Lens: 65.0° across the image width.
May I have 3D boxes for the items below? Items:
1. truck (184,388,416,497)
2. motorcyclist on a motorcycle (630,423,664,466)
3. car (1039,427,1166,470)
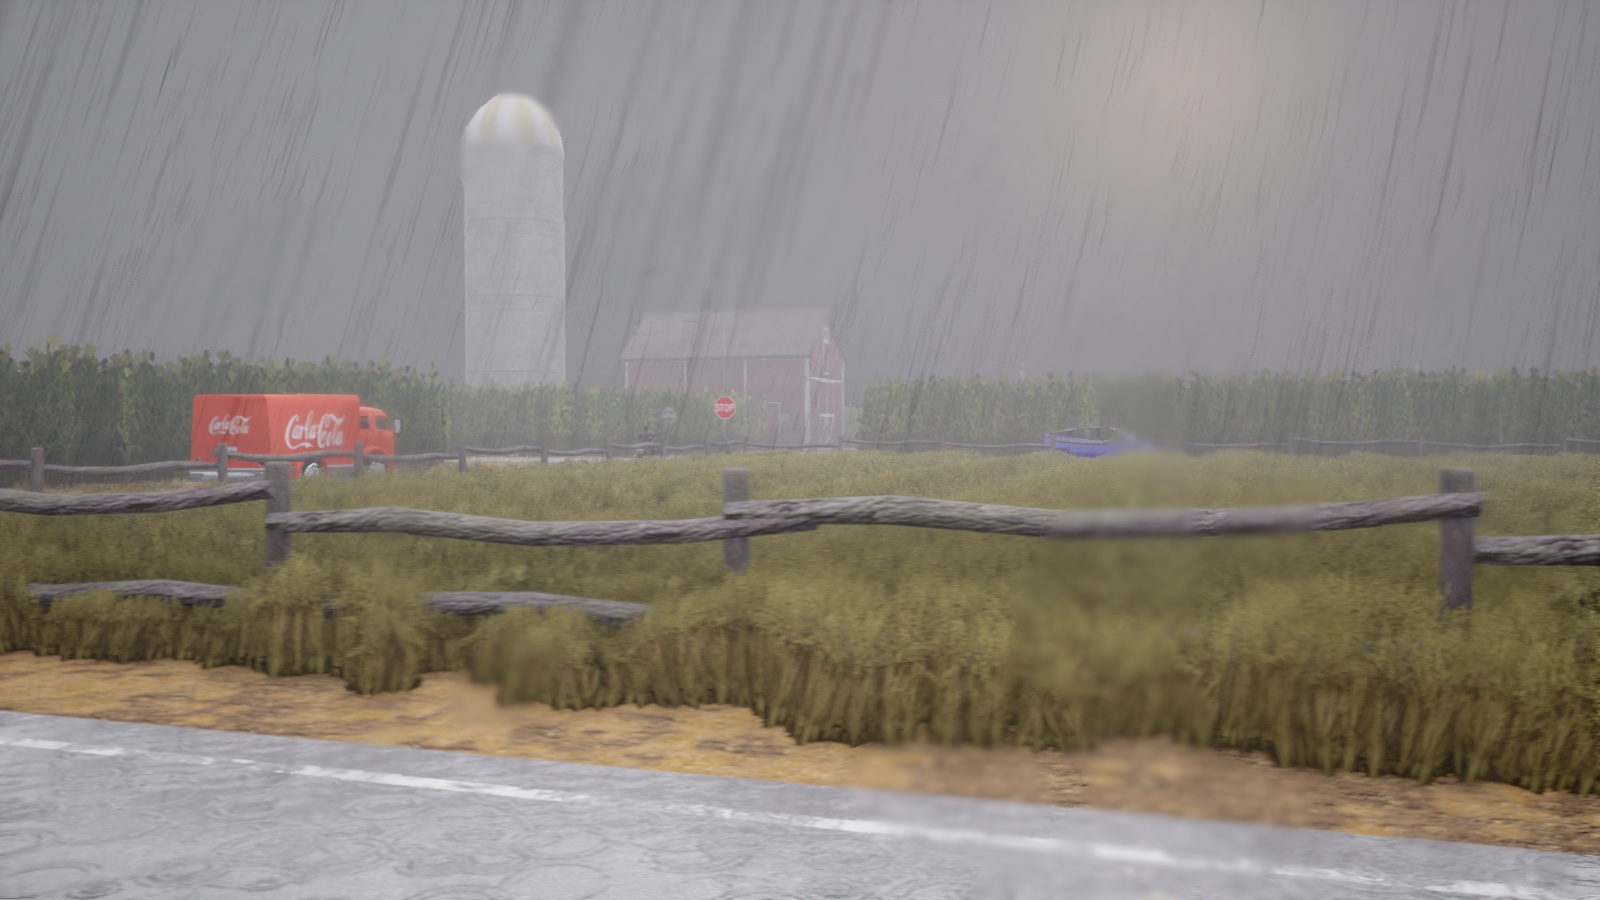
[{"bbox_3d":[-12.275,-0.220,31.304,2.627,2.467,5.204,1,1,19],"label":"truck"},{"bbox_3d":[-6.202,-0.232,51.037,0.766,1.649,2.350,-1,2,7],"label":"motorcyclist on a motorcycle"},{"bbox_3d":[11.556,-0.084,47.878,4.514,1.525,2.007,1,1,19],"label":"car"}]
